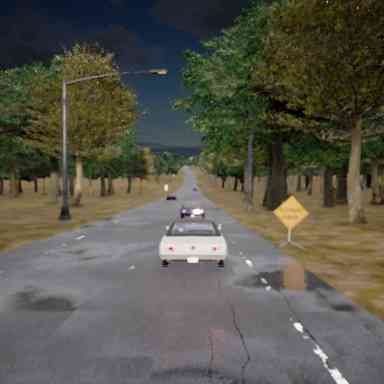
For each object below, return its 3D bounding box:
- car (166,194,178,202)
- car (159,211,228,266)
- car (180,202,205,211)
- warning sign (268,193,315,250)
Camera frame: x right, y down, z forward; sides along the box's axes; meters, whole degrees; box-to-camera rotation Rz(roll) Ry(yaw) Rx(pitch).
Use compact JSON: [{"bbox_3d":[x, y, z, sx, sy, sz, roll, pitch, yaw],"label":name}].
[{"bbox_3d":[-3.488,0.983,58.020,1.895,1.301,4.718,0,1,1],"label":"car"},{"bbox_3d":[0.052,1.532,11.175,1.895,1.301,4.718,0,0,1],"label":"car"},{"bbox_3d":[0.066,1.406,26.186,1.895,1.301,4.718,0,1,1],"label":"car"},{"bbox_3d":[3.616,1.045,12.239,1.300,1.860,1.060,3,4,0],"label":"warning sign"}]
